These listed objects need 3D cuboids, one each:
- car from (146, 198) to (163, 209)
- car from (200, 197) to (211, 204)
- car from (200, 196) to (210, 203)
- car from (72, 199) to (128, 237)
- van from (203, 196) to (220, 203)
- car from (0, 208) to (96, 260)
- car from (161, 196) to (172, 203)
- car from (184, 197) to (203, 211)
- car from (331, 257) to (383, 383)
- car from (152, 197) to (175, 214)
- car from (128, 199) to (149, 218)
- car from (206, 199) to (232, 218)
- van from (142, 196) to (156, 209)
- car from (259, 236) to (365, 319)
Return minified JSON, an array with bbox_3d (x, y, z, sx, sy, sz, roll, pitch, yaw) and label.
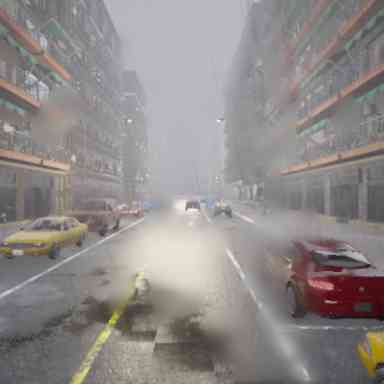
[{"bbox_3d":[-5.260,1.570,46.750,1.887,1.381,4.507,1,0,0],"label":"car"},{"bbox_3d":[2.592,1.606,63.789,1.947,1.339,4.313,1,0,0],"label":"car"},{"bbox_3d":[2.593,1.590,69.459,1.887,1.381,4.507,1,0,0],"label":"car"},{"bbox_3d":[-5.306,1.323,18.396,2.192,1.841,5.009,1,0,0],"label":"car"},{"bbox_3d":[2.588,1.362,41.105,1.690,1.788,3.998,1,0,0],"label":"van"},{"bbox_3d":[-5.308,1.531,12.555,1.752,1.417,4.829,1,0,0],"label":"car"},{"bbox_3d":[-5.254,1.590,69.434,1.887,1.381,4.507,1,0,0],"label":"car"},{"bbox_3d":[0.112,1.546,41.218,1.812,1.442,4.674,0,0,0],"label":"car"},{"bbox_3d":[2.575,1.526,1.580,1.752,1.417,4.829,1,0,0],"label":"car"},{"bbox_3d":[-2.834,1.523,35.407,1.837,1.490,4.892,0,-1,0],"label":"car"},{"bbox_3d":[-5.276,1.596,29.737,1.802,1.307,4.206,1,0,0],"label":"car"},{"bbox_3d":[2.582,1.564,29.764,2.008,1.369,4.403,1,0,0],"label":"car"},{"bbox_3d":[-5.259,1.362,41.079,1.690,1.788,3.998,1,0,0],"label":"van"},{"bbox_3d":[2.576,1.585,7.081,1.802,1.307,4.206,1,0,0],"label":"car"}]
